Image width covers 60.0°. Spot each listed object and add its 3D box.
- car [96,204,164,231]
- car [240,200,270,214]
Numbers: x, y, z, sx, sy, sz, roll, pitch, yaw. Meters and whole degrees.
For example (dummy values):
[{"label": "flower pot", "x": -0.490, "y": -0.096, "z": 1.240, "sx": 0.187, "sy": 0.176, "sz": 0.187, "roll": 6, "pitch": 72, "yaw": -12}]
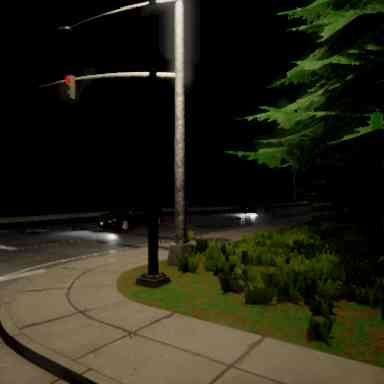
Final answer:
[{"label": "car", "x": -3.790, "y": 1.530, "z": 21.001, "sx": 1.837, "sy": 1.490, "sz": 4.892, "roll": 0, "pitch": 0, "yaw": 34}, {"label": "car", "x": 6.941, "y": 1.591, "z": 36.480, "sx": 1.994, "sy": 1.385, "sz": 4.181, "roll": 0, "pitch": 0, "yaw": 35}]
